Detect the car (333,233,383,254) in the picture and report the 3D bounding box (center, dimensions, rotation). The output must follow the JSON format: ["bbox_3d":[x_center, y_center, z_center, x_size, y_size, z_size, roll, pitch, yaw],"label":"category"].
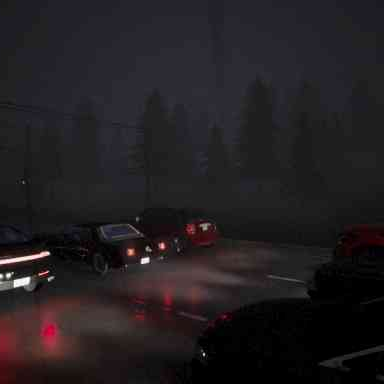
[{"bbox_3d":[4.362,1.601,5.184,4.718,1.301,1.895,0,0,35],"label":"car"}]

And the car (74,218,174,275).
[{"bbox_3d":[-3.067,1.601,10.469,4.718,1.301,1.895,0,0,37],"label":"car"}]

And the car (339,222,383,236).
[{"bbox_3d":[6.422,1.221,8.013,5.566,2.045,2.150,0,0,35],"label":"car"}]

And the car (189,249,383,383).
[{"bbox_3d":[2.208,1.492,2.401,4.902,1.511,2.128,0,0,36],"label":"car"}]

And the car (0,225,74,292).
[{"bbox_3d":[-5.196,1.492,7.692,4.902,1.511,2.128,0,0,35],"label":"car"}]

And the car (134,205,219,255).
[{"bbox_3d":[-1.246,1.352,13.474,4.553,1.767,2.097,0,0,36],"label":"car"}]
